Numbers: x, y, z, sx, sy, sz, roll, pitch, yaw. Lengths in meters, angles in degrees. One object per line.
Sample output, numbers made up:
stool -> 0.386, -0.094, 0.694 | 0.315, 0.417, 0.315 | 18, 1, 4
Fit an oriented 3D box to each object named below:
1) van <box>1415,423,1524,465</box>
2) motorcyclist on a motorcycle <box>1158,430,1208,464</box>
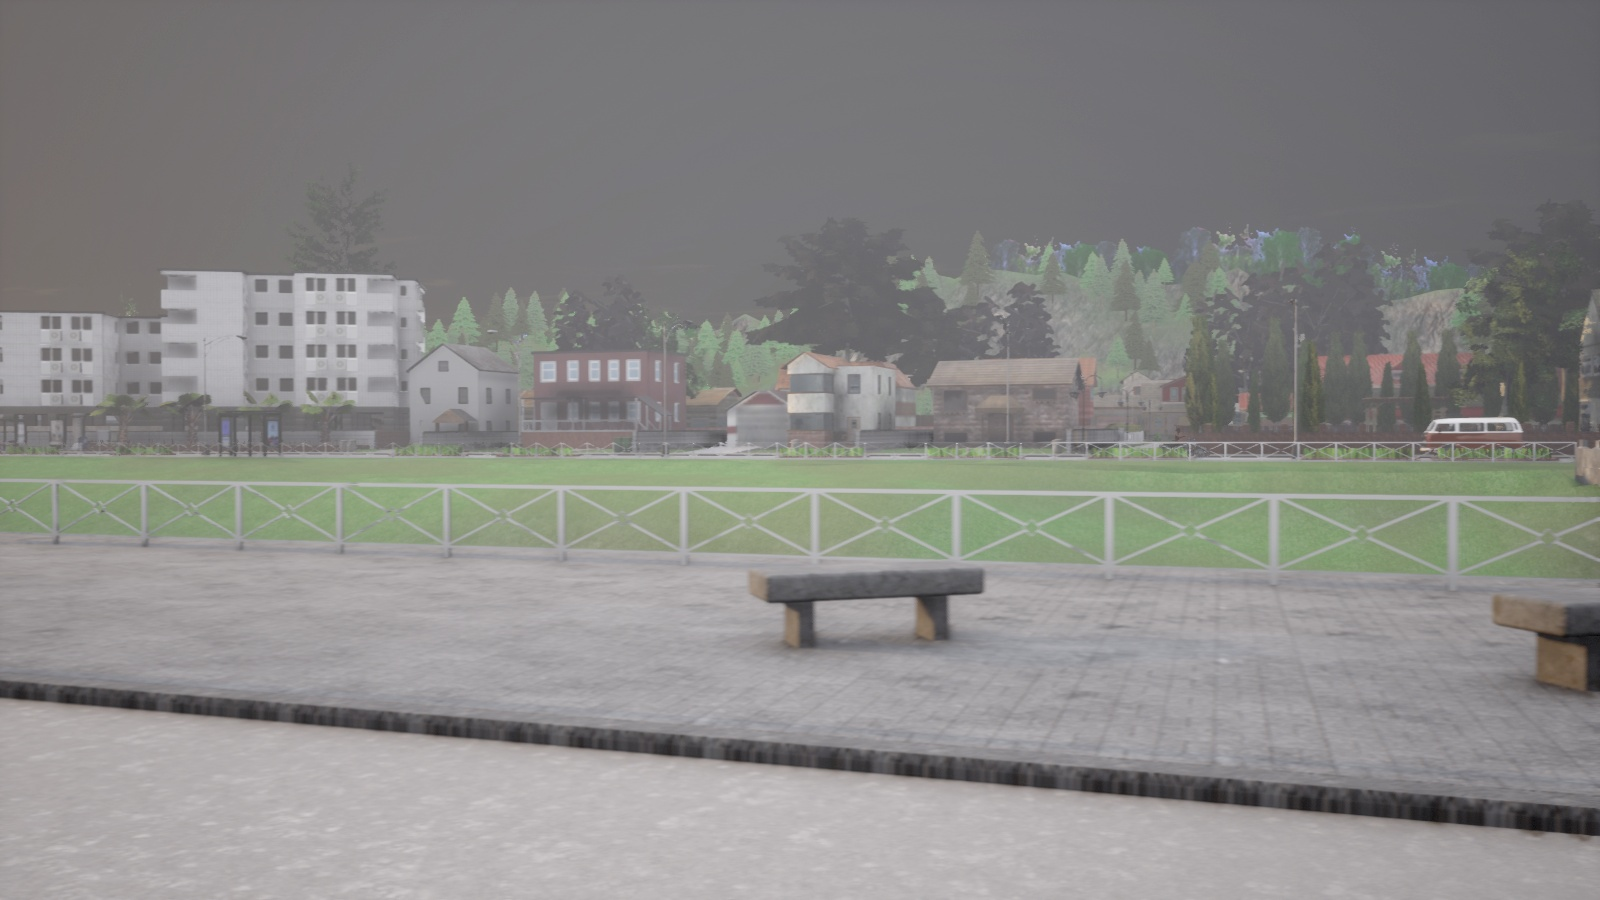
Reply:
van -> 32.943, -0.318, 61.929 | 4.480, 2.038, 2.069 | 1, 1, 19
motorcyclist on a motorcycle -> 19.032, -0.151, 62.395 | 2.350, 1.649, 0.766 | 1, 1, 19
